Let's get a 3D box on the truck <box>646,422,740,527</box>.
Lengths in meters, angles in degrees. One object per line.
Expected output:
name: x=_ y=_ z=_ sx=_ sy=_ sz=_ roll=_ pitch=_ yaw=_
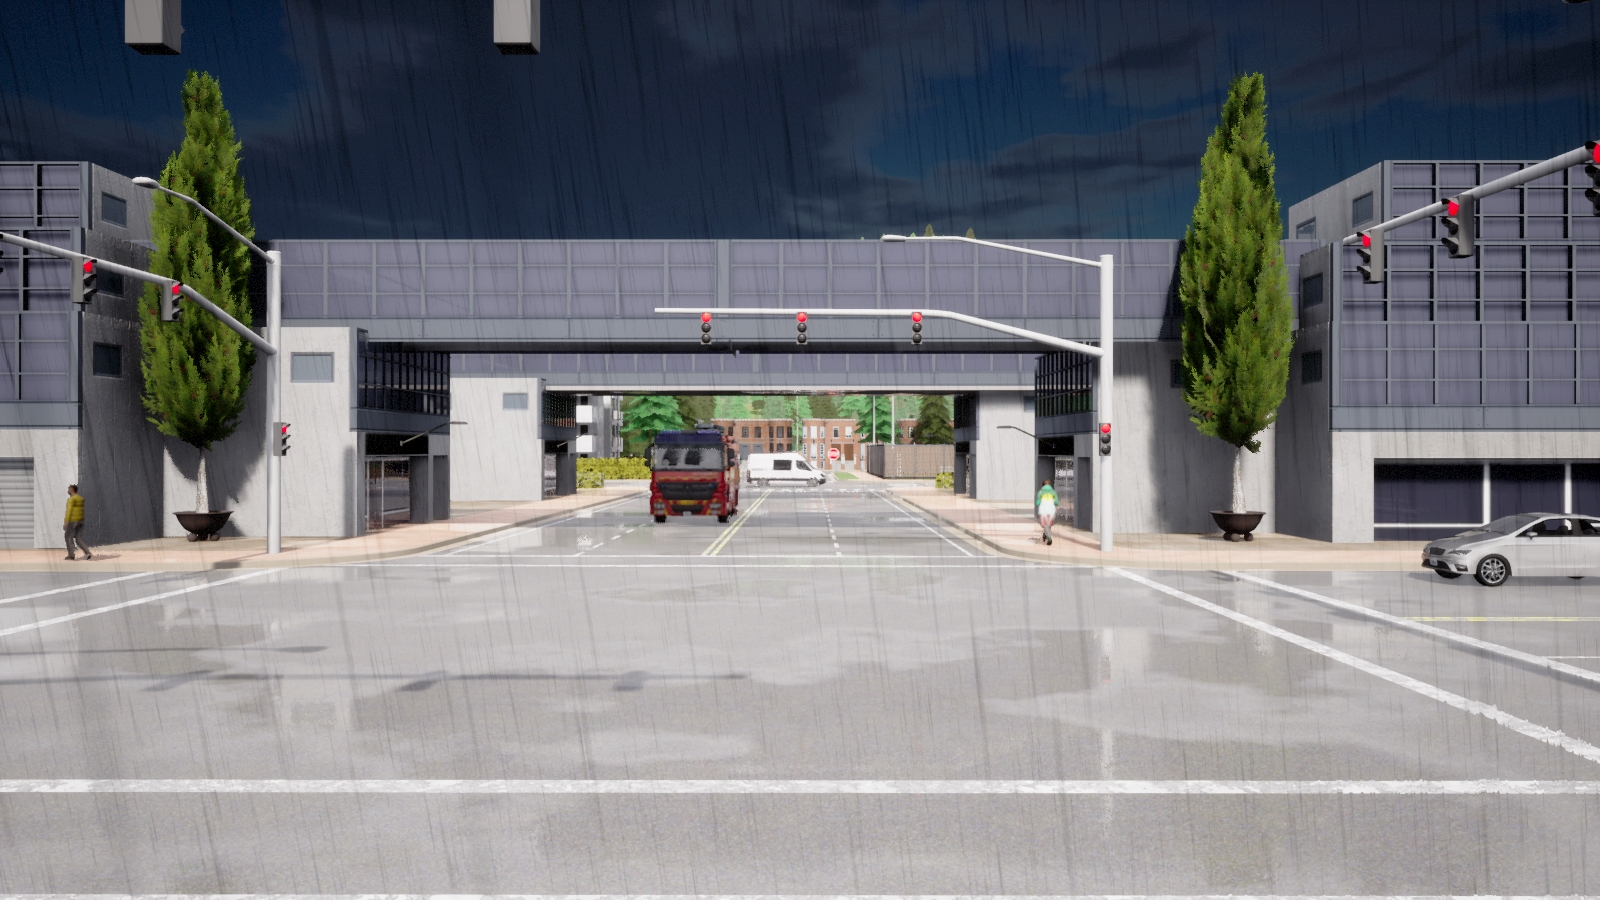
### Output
truck: x=-4.091 y=0.890 z=45.601 sx=2.891 sy=3.827 sz=8.468 roll=0 pitch=0 yaw=0

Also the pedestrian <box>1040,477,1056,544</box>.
pedestrian: x=6.940 y=1.698 z=31.983 sx=0.375 sy=1.860 sz=0.375 roll=0 pitch=0 yaw=2

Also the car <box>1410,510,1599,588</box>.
car: x=15.490 y=2.066 z=24.189 sx=4.193 sy=1.474 sz=1.816 roll=0 pitch=0 yaw=0

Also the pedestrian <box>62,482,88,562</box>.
pedestrian: x=-17.193 y=1.696 z=27.100 sx=0.375 sy=1.860 sz=0.375 roll=0 pitch=0 yaw=7
